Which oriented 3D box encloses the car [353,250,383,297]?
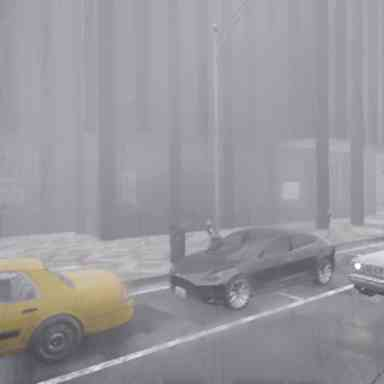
[{"bbox_3d":[5.452,1.542,7.264,4.718,1.301,1.895,0,0,-35],"label":"car"}]

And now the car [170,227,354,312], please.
[{"bbox_3d":[1.557,1.527,7.646,4.313,1.339,1.947,0,0,-35],"label":"car"}]

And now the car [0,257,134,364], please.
[{"bbox_3d":[-3.181,1.527,4.268,4.829,1.417,1.752,0,0,-35],"label":"car"}]
